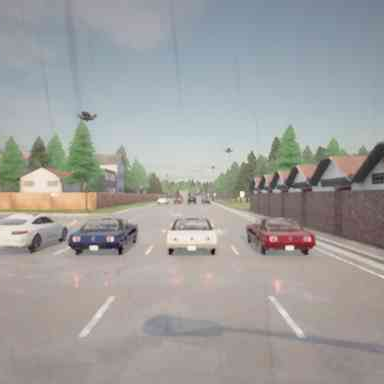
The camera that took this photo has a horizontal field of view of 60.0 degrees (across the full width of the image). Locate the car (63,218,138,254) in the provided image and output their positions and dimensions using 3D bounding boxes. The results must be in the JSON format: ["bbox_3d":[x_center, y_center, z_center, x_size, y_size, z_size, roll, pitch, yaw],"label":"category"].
[{"bbox_3d":[-3.501,1.734,14.108,1.895,1.301,4.718,0,0,0],"label":"car"}]

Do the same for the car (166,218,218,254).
[{"bbox_3d":[-0.001,1.734,14.108,1.895,1.301,4.718,0,0,0],"label":"car"}]

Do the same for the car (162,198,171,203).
[{"bbox_3d":[-7.018,2.307,91.841,1.895,1.301,4.718,0,-1,0],"label":"car"}]

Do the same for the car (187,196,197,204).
[{"bbox_3d":[-0.016,1.950,80.177,2.150,2.045,5.566,0,-1,0],"label":"car"}]

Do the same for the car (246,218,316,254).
[{"bbox_3d":[3.499,1.734,14.109,1.895,1.301,4.718,0,0,0],"label":"car"}]

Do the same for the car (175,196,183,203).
[{"bbox_3d":[-3.518,2.012,92.675,2.150,2.045,5.566,0,-1,0],"label":"car"}]

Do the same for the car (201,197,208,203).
[{"bbox_3d":[3.482,2.211,91.814,1.837,1.490,4.892,0,-1,0],"label":"car"}]

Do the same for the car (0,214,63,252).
[{"bbox_3d":[-6.998,1.662,14.382,1.812,1.442,4.674,0,0,0],"label":"car"}]

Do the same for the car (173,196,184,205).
[{"bbox_3d":[-3.516,2.266,80.462,2.128,1.511,4.902,0,-1,0],"label":"car"}]

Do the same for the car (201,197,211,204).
[{"bbox_3d":[3.484,2.319,80.174,1.895,1.301,4.718,0,-1,0],"label":"car"}]

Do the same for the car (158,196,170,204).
[{"bbox_3d":[-7.016,1.950,80.175,2.150,2.045,5.566,0,-1,0],"label":"car"}]
